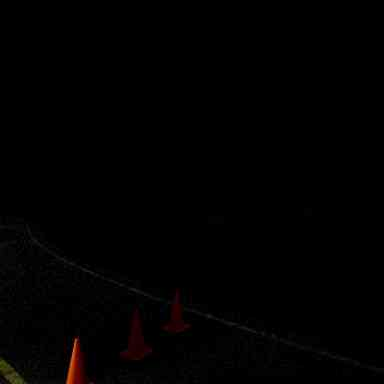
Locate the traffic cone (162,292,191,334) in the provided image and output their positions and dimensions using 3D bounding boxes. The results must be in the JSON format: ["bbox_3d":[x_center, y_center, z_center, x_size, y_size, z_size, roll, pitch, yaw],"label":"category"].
[{"bbox_3d":[-0.250,1.931,5.447,0.340,0.580,0.340,1,1,31],"label":"traffic cone"}]

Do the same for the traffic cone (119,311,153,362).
[{"bbox_3d":[-0.770,1.938,4.597,0.340,0.580,0.340,1,1,32],"label":"traffic cone"}]

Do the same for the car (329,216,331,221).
[{"bbox_3d":[35.639,6.632,82.728,1.851,1.617,3.988,-4,-3,4],"label":"car"}]

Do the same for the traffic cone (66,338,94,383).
[{"bbox_3d":[-1.290,1.945,3.746,0.340,0.580,0.340,1,1,31],"label":"traffic cone"}]
